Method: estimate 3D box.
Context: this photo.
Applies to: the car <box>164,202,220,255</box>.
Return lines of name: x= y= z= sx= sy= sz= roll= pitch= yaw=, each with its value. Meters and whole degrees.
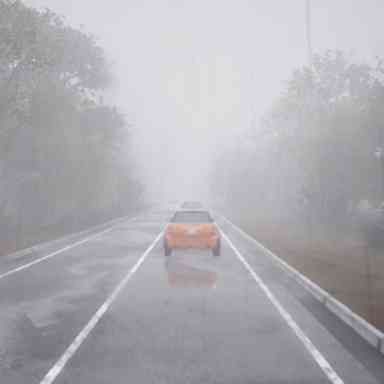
car: x=0.004 y=1.461 z=14.067 sx=2.097 sy=1.767 sz=4.553 roll=0 pitch=-1 yaw=0

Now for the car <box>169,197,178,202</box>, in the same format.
car: x=-3.500 y=1.826 z=67.797 sx=2.128 sy=1.511 sz=4.902 roll=0 pitch=0 yaw=0

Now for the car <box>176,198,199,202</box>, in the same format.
car: x=0.006 y=1.536 z=29.062 sx=2.097 sy=1.767 sz=4.553 roll=0 pitch=0 yaw=0
